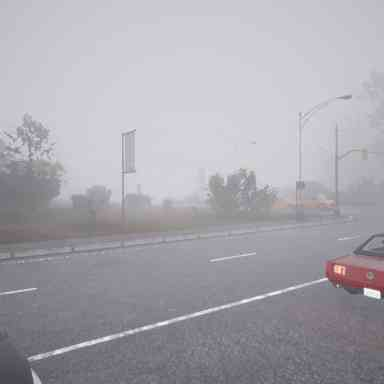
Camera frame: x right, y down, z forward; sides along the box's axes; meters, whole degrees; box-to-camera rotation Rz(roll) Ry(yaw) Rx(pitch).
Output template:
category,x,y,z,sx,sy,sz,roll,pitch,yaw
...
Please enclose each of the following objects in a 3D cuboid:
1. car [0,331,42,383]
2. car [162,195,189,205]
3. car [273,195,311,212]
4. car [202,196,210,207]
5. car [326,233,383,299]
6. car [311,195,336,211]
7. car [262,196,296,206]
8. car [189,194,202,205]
category,x,y,z,sx,sy,sz,roll,pitch,yaw
car,-3.171,1.601,1.471,4.718,1.301,1.895,0,0,-36
car,-2.891,1.372,52.397,1.994,1.385,4.181,-1,0,-39
car,9.948,1.276,36.466,1.882,1.535,5.008,-1,0,-39
car,3.974,1.281,43.872,1.882,1.535,5.008,-1,0,-39
car,5.133,1.569,7.433,4.718,1.301,1.895,0,0,-36
car,13.785,1.121,37.284,2.097,1.767,4.553,-1,0,-39
car,12.920,1.315,49.780,1.895,1.301,4.718,-1,0,-39
car,0.834,1.131,53.354,2.097,1.767,4.553,-1,0,-39
